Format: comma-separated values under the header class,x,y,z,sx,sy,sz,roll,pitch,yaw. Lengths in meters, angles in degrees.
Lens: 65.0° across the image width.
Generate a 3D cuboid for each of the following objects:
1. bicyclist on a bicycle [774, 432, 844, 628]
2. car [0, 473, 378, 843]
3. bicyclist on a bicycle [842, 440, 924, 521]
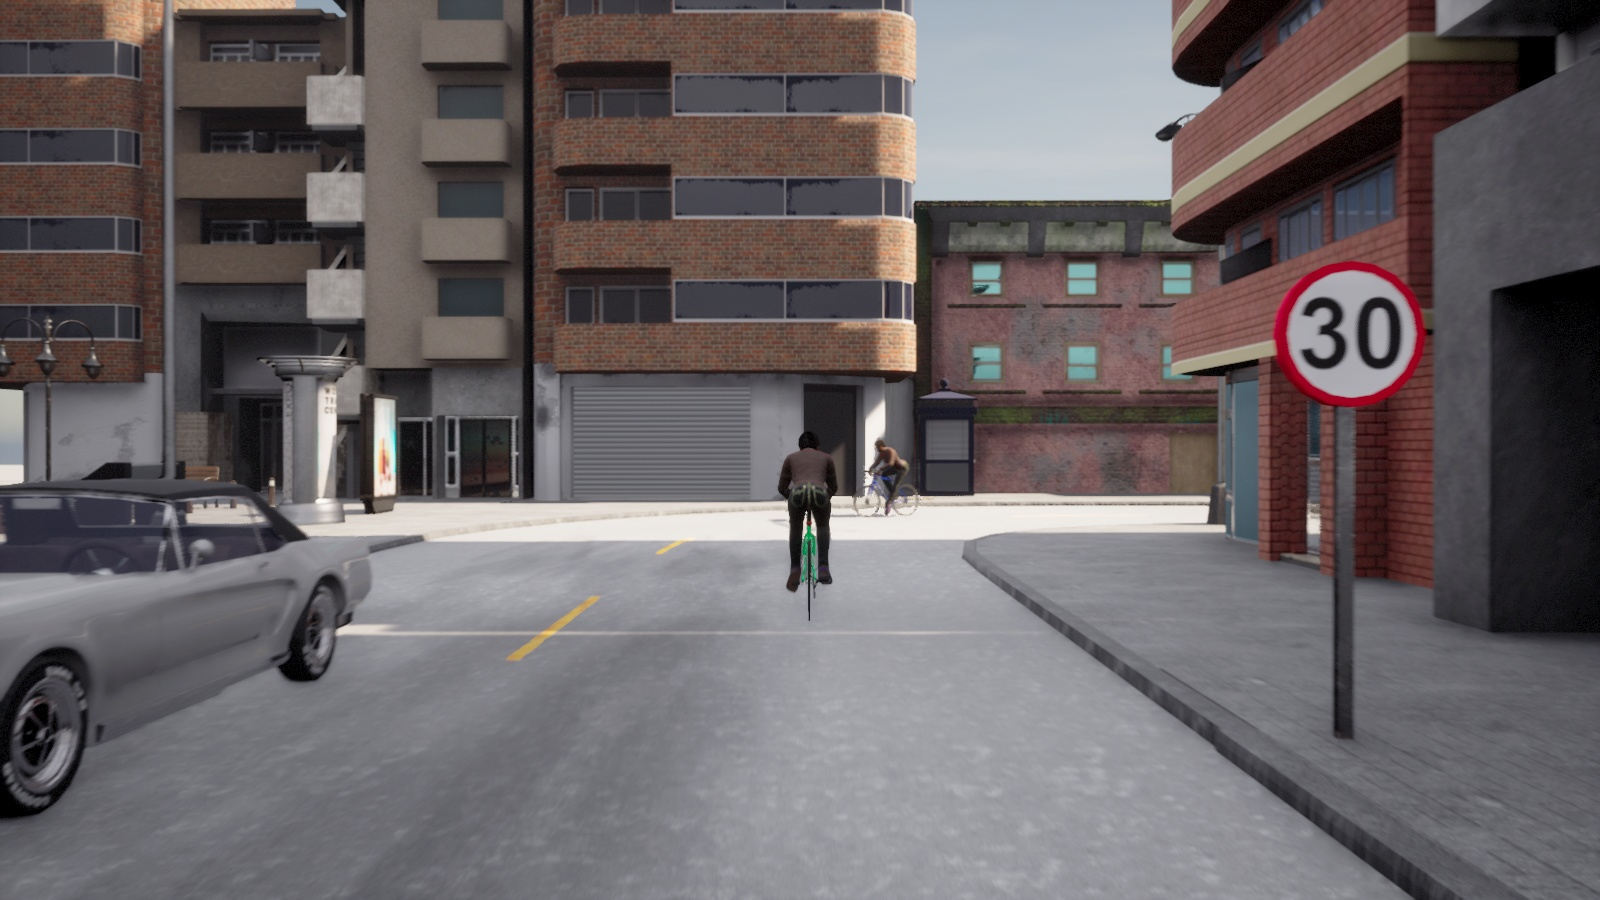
class,x,y,z,sx,sy,sz,roll,pitch,yaw
bicyclist on a bicycle,0.080,0.661,11.220,0.582,1.620,1.656,0,0,0
car,-3.953,0.821,6.562,1.895,1.301,4.718,0,0,0
bicyclist on a bicycle,1.728,0.614,26.022,1.656,1.620,0.582,0,1,-31
